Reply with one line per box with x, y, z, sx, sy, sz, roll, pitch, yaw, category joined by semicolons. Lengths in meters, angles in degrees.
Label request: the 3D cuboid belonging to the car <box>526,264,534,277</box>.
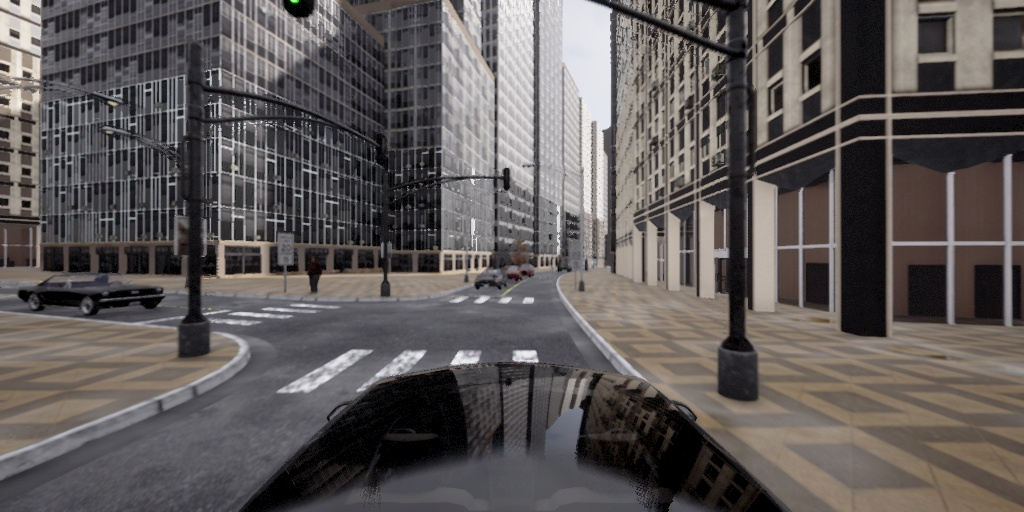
1.587;1.766;45.733;2.097;1.767;4.553;0;-1;11;car

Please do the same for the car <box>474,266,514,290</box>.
-1.393;1.635;26.278;2.033;1.411;5.357;0;-1;7;car

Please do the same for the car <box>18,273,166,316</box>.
-15.163;1.306;13.020;4.718;1.301;1.895;1;0;16;car

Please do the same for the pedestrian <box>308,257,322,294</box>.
-9.694;0.909;17.564;0.375;1.860;0.375;0;-1;16;pedestrian

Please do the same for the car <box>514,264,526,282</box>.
-0.103;1.722;35.994;1.882;1.535;5.008;0;-1;9;car
